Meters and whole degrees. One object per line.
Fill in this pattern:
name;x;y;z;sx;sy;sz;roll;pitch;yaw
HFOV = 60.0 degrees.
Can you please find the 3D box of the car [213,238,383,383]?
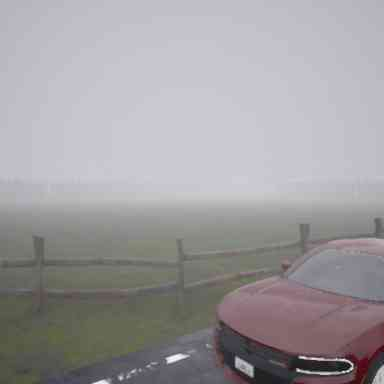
car;2.552;1.457;4.767;5.008;1.535;1.882;0;0;-35
